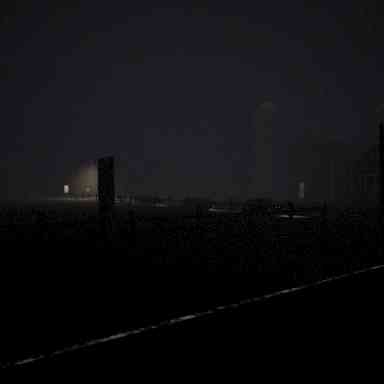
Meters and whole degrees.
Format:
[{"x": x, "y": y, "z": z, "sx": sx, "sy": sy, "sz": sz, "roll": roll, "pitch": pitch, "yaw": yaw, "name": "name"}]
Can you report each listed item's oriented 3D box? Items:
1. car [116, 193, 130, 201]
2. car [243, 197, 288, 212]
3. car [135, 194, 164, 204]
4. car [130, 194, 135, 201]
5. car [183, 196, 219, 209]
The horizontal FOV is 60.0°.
[{"x": -13.535, "y": 0.905, "z": 66.048, "sx": 1.837, "sy": 1.490, "sz": 4.892, "roll": -1, "pitch": 1, "yaw": -36, "name": "car"}, {"x": 7.071, "y": 1.306, "z": 32.507, "sx": 1.837, "sy": 1.490, "sz": 4.892, "roll": -1, "pitch": 1, "yaw": -36, "name": "car"}, {"x": -6.318, "y": 1.129, "z": 51.152, "sx": 2.033, "sy": 1.411, "sz": 5.357, "roll": -1, "pitch": 1, "yaw": -36, "name": "car"}, {"x": -8.677, "y": 1.084, "z": 59.318, "sx": 1.895, "sy": 1.301, "sz": 4.718, "roll": -1, "pitch": 1, "yaw": -36, "name": "car"}, {"x": 0.994, "y": 1.251, "z": 40.961, "sx": 2.033, "sy": 1.411, "sz": 5.357, "roll": -1, "pitch": 1, "yaw": -36, "name": "car"}]
